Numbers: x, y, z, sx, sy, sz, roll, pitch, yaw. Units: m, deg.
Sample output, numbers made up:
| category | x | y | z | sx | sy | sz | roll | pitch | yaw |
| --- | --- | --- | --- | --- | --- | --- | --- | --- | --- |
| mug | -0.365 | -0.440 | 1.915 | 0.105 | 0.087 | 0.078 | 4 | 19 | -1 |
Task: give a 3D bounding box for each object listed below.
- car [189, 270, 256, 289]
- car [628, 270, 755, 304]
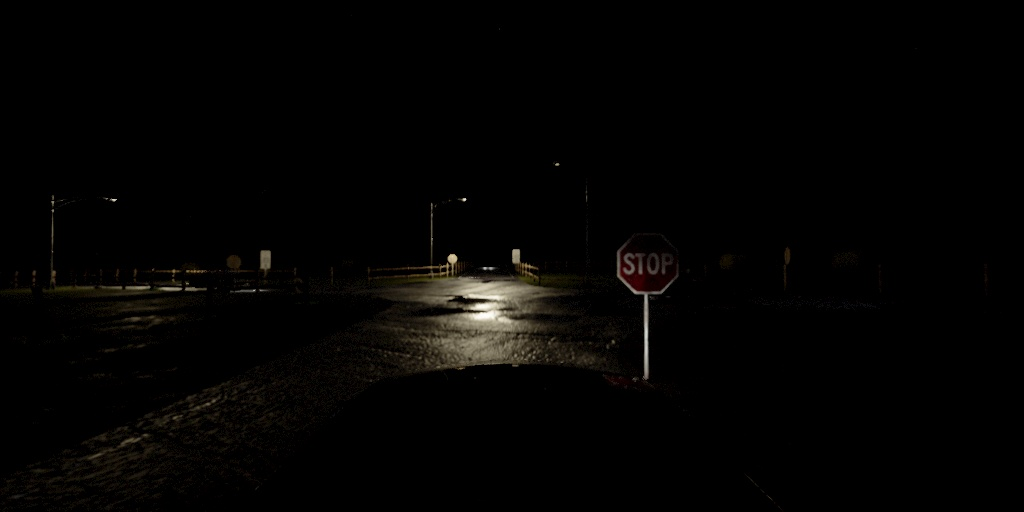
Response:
| category | x | y | z | sx | sy | sz | roll | pitch | yaw |
| --- | --- | --- | --- | --- | --- | --- | --- | --- | --- |
| car | -21.358 | 1.714 | 26.539 | 5.357 | 1.411 | 2.033 | -1 | -1 | 21 |
| car | 7.517 | 1.262 | 15.383 | 4.718 | 1.301 | 1.895 | -1 | -1 | 21 |
